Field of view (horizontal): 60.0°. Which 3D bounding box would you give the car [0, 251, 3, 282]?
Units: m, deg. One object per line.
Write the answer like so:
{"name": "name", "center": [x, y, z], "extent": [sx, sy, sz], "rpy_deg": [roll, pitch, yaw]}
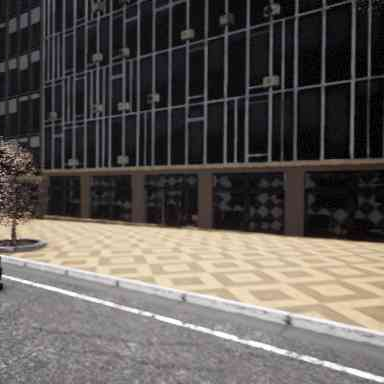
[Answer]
{"name": "car", "center": [-6.650, 1.369, 8.040], "extent": [4.553, 1.767, 2.097], "rpy_deg": [0, 0, 33]}
